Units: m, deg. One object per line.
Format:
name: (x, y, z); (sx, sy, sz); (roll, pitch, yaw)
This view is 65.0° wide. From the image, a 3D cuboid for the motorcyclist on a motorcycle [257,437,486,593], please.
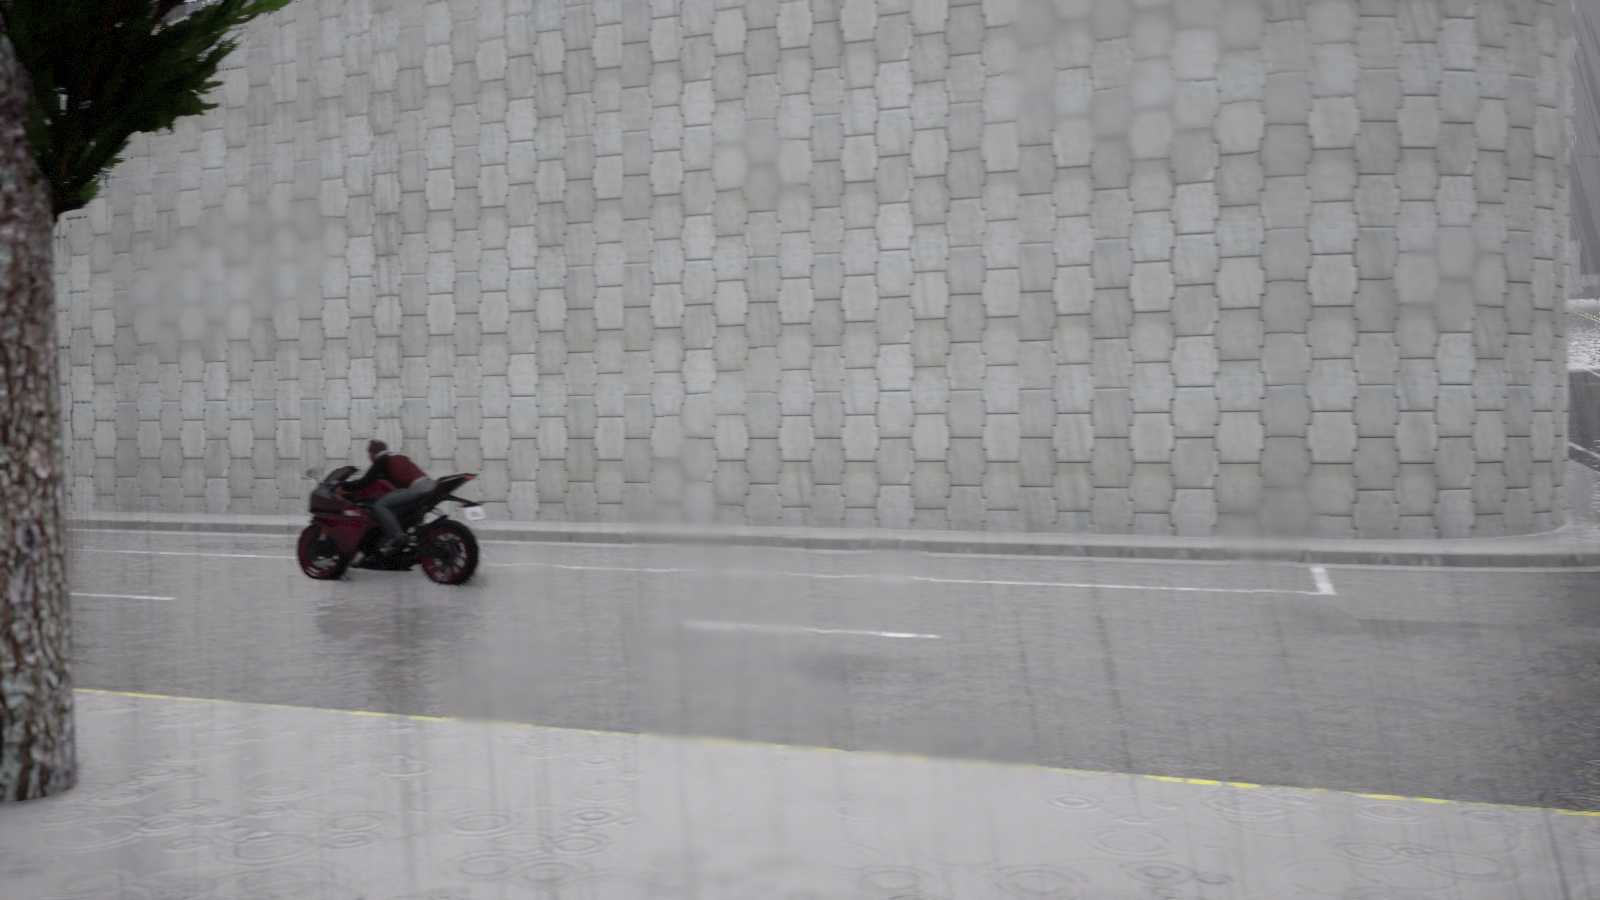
motorcyclist on a motorcycle: (-4.480, 0.634, 13.141); (2.191, 1.530, 0.866); (1, 1, 19)
